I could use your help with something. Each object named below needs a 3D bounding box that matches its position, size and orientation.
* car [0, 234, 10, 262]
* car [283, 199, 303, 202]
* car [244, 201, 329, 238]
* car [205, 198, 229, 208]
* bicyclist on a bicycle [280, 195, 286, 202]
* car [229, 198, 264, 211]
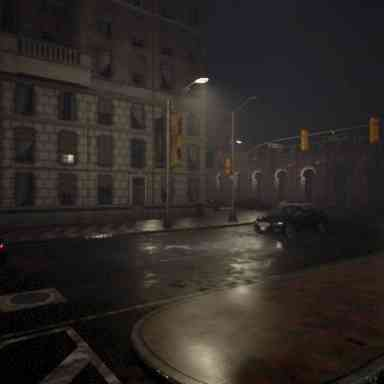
[{"bbox_3d":[-7.677,1.546,8.373,5.357,1.411,2.033,0,0,-38],"label":"car"},{"bbox_3d":[11.650,1.525,37.067,1.812,1.442,4.674,0,0,-36],"label":"car"},{"bbox_3d":[5.367,1.489,17.690,4.902,1.511,2.128,0,0,-39],"label":"car"},{"bbox_3d":[3.536,1.564,48.314,1.994,1.385,4.181,0,0,-36],"label":"car"},{"bbox_3d":[15.490,1.300,56.467,1.656,1.620,0.582,0,0,-36],"label":"bicyclist on a bicycle"},{"bbox_3d":[6.922,1.478,37.637,1.882,1.535,5.008,0,0,-36],"label":"car"}]
